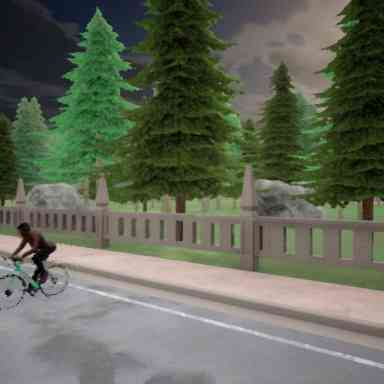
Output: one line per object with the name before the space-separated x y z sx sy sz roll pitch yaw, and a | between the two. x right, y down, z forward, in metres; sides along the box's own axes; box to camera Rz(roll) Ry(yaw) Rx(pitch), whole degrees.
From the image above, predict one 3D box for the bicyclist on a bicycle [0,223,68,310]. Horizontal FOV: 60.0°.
bicyclist on a bicycle | -3.234 1.438 6.733 0.582 1.620 1.656 0 1 35
